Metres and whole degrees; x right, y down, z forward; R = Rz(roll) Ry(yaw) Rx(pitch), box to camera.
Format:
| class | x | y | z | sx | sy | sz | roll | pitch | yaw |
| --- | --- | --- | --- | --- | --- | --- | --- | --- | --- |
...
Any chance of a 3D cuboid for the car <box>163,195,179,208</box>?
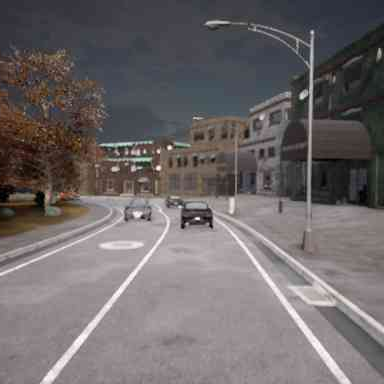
| class | x | y | z | sx | sy | sz | roll | pitch | yaw |
| --- | --- | --- | --- | --- | --- | --- | --- | --- | --- |
| car | -2.212 | 1.065 | 39.359 | 1.812 | 1.442 | 4.674 | -1 | 1 | -11 |

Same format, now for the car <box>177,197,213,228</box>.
| class | x | y | z | sx | sy | sz | roll | pitch | yaw |
| --- | --- | --- | --- | --- | --- | --- | --- | --- | --- |
| car | 0.181 | 1.317 | 21.052 | 1.882 | 1.535 | 5.008 | 0 | 1 | -3 |

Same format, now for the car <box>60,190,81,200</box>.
| class | x | y | z | sx | sy | sz | roll | pitch | yaw |
| --- | --- | --- | --- | --- | --- | --- | --- | --- | --- |
| car | -22.180 | 0.495 | 60.654 | 4.553 | 1.767 | 2.097 | 1 | 3 | 42 |

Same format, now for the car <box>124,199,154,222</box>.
| class | x | y | z | sx | sy | sz | roll | pitch | yaw |
| --- | --- | --- | --- | --- | --- | --- | --- | --- | --- |
| car | -3.819 | 1.293 | 24.162 | 2.128 | 1.511 | 4.902 | 0 | 1 | -6 |
